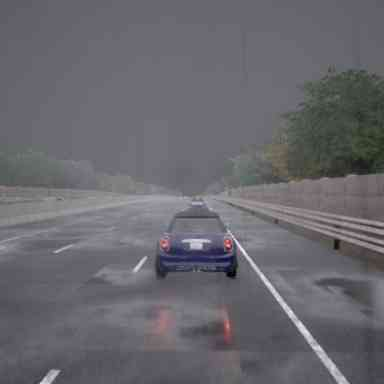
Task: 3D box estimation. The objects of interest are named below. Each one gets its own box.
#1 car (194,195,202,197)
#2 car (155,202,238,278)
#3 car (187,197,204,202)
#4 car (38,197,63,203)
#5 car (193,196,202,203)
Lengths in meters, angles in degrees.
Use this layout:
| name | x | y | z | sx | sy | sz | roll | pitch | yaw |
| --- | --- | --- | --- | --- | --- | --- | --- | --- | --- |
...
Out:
| name | x | y | z | sx | sy | sz | roll | pitch | yaw |
| --- | --- | --- | --- | --- | --- | --- | --- | --- | --- |
| car | 0.991 | 1.317 | 59.377 | 2.097 | 1.767 | 4.553 | 0 | 0 | 1 |
| car | 0.144 | 1.349 | 10.317 | 2.097 | 1.767 | 4.553 | 0 | 0 | 1 |
| car | 0.519 | 1.519 | 32.124 | 1.812 | 1.442 | 4.674 | 0 | 0 | 1 |
| car | -16.900 | 1.427 | 40.009 | 1.882 | 1.535 | 5.008 | 0 | 0 | 2 |
| car | 1.210 | 1.560 | 72.126 | 1.994 | 1.385 | 4.181 | 0 | 0 | 1 |
